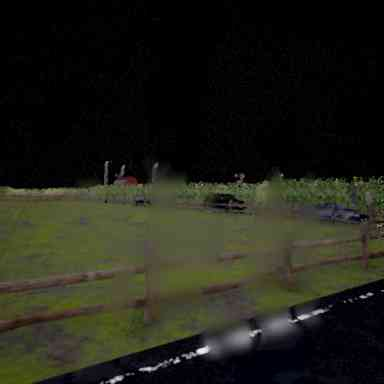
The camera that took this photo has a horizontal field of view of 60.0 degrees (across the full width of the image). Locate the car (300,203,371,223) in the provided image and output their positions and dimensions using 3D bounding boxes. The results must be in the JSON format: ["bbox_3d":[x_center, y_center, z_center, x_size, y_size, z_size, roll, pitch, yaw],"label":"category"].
[{"bbox_3d":[11.320,1.627,26.694,2.033,1.411,5.357,2,-1,-34],"label":"car"}]

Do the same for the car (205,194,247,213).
[{"bbox_3d":[3.719,1.215,37.540,2.150,2.045,5.566,2,-1,-35],"label":"car"}]

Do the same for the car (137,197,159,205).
[{"bbox_3d":[-7.797,1.521,58.973,1.895,1.301,4.718,2,-1,-35],"label":"car"}]

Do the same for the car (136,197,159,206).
[{"bbox_3d":[-7.042,1.480,52.891,1.895,1.301,4.718,2,-1,-35],"label":"car"}]
